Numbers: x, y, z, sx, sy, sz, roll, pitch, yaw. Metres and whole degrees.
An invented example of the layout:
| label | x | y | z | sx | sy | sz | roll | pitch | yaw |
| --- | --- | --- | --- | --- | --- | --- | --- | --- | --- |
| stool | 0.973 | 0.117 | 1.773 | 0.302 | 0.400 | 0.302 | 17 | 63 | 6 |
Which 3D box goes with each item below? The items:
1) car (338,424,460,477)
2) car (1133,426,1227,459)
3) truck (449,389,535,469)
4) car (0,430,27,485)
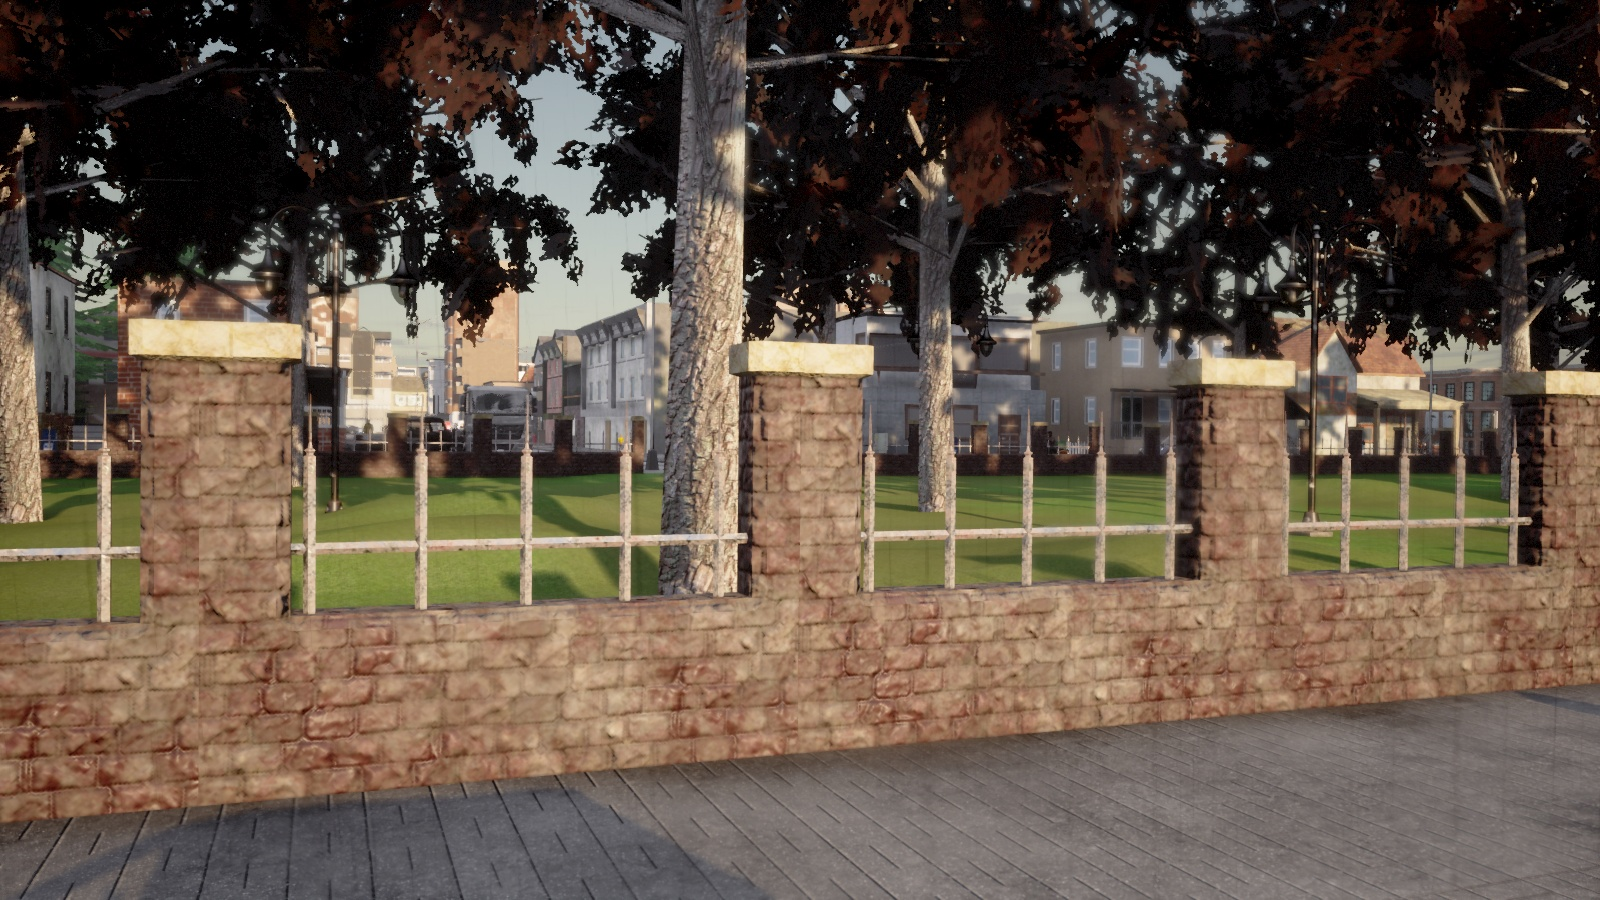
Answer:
| label | x | y | z | sx | sy | sz | roll | pitch | yaw |
| --- | --- | --- | --- | --- | --- | --- | --- | --- | --- |
| car | -14.927 | -0.007 | 46.826 | 3.866 | 1.878 | 1.905 | -1 | 1 | -39 |
| car | 17.850 | -0.389 | 59.012 | 3.806 | 1.475 | 1.970 | -1 | 1 | -21 |
| truck | -14.502 | -0.982 | 58.651 | 2.891 | 3.462 | 7.936 | -1 | 1 | -21 |
| car | -26.395 | 0.246 | 37.824 | 5.027 | 1.651 | 2.152 | -1 | 1 | -24 |
